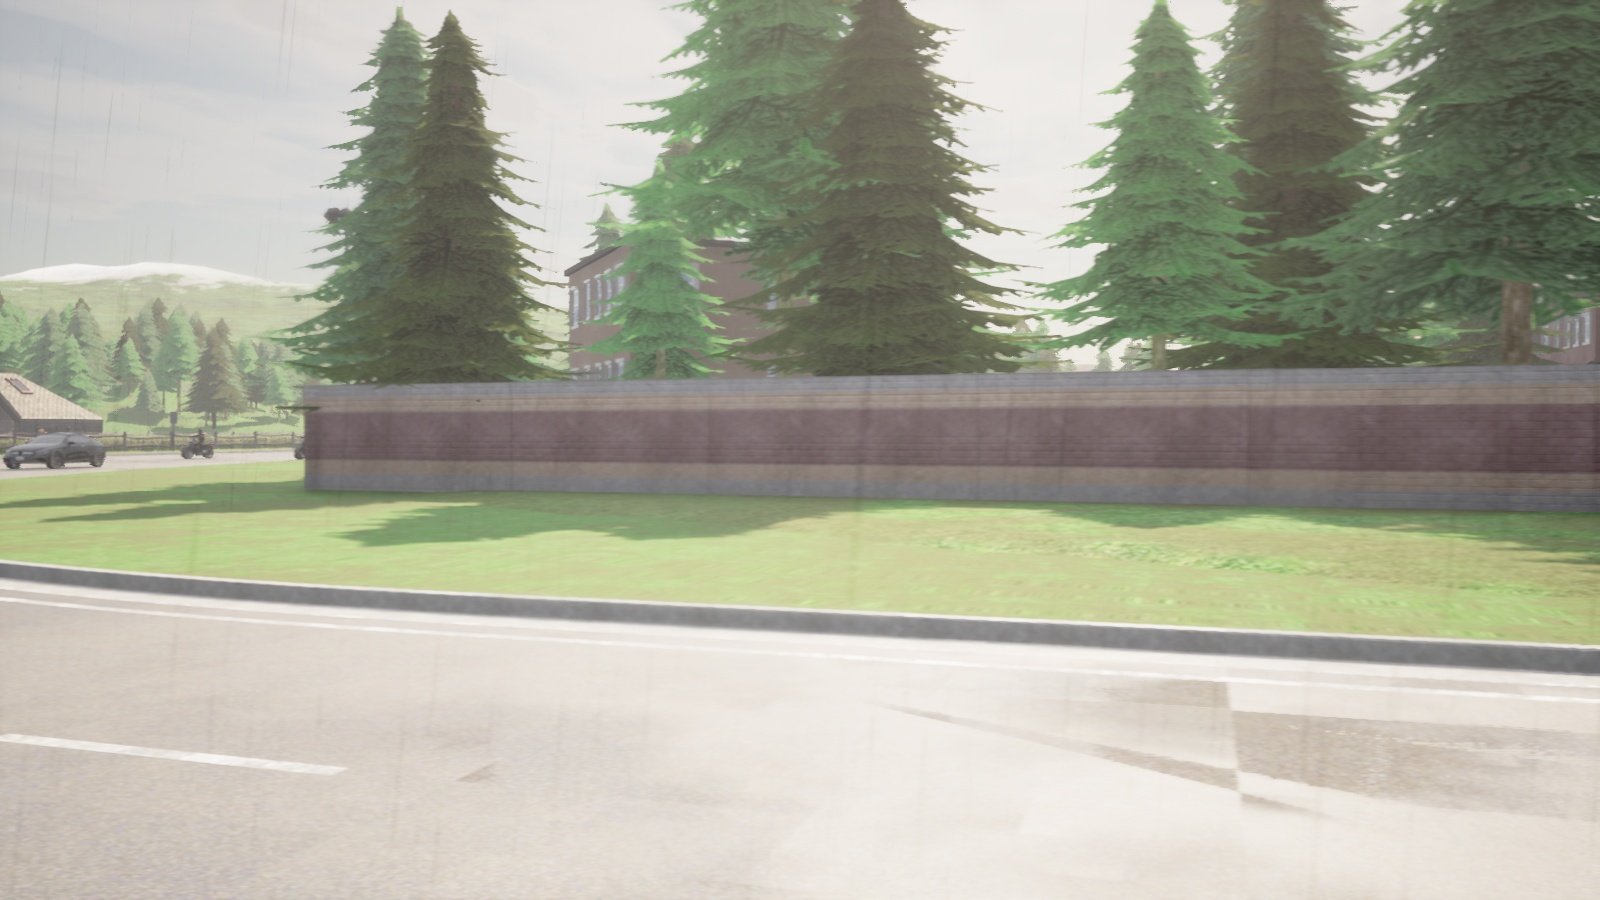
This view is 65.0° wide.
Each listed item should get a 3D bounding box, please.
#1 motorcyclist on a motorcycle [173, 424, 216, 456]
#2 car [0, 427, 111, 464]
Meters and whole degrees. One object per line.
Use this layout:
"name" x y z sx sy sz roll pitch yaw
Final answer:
"motorcyclist on a motorcycle" -31.847 -0.561 66.075 0.766 1.649 2.350 1 1 11
"car" -30.052 -0.211 50.621 1.812 1.442 4.674 0 1 2
